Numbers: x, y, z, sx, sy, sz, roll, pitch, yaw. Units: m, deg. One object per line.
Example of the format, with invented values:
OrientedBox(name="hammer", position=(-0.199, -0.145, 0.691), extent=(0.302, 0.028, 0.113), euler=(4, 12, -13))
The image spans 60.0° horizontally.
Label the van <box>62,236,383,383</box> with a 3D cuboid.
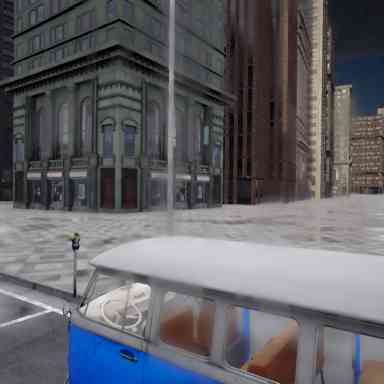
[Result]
OrientedBox(name="van", position=(0.722, 1.341, 2.477), extent=(3.998, 1.788, 1.690), euler=(0, 1, 35))
